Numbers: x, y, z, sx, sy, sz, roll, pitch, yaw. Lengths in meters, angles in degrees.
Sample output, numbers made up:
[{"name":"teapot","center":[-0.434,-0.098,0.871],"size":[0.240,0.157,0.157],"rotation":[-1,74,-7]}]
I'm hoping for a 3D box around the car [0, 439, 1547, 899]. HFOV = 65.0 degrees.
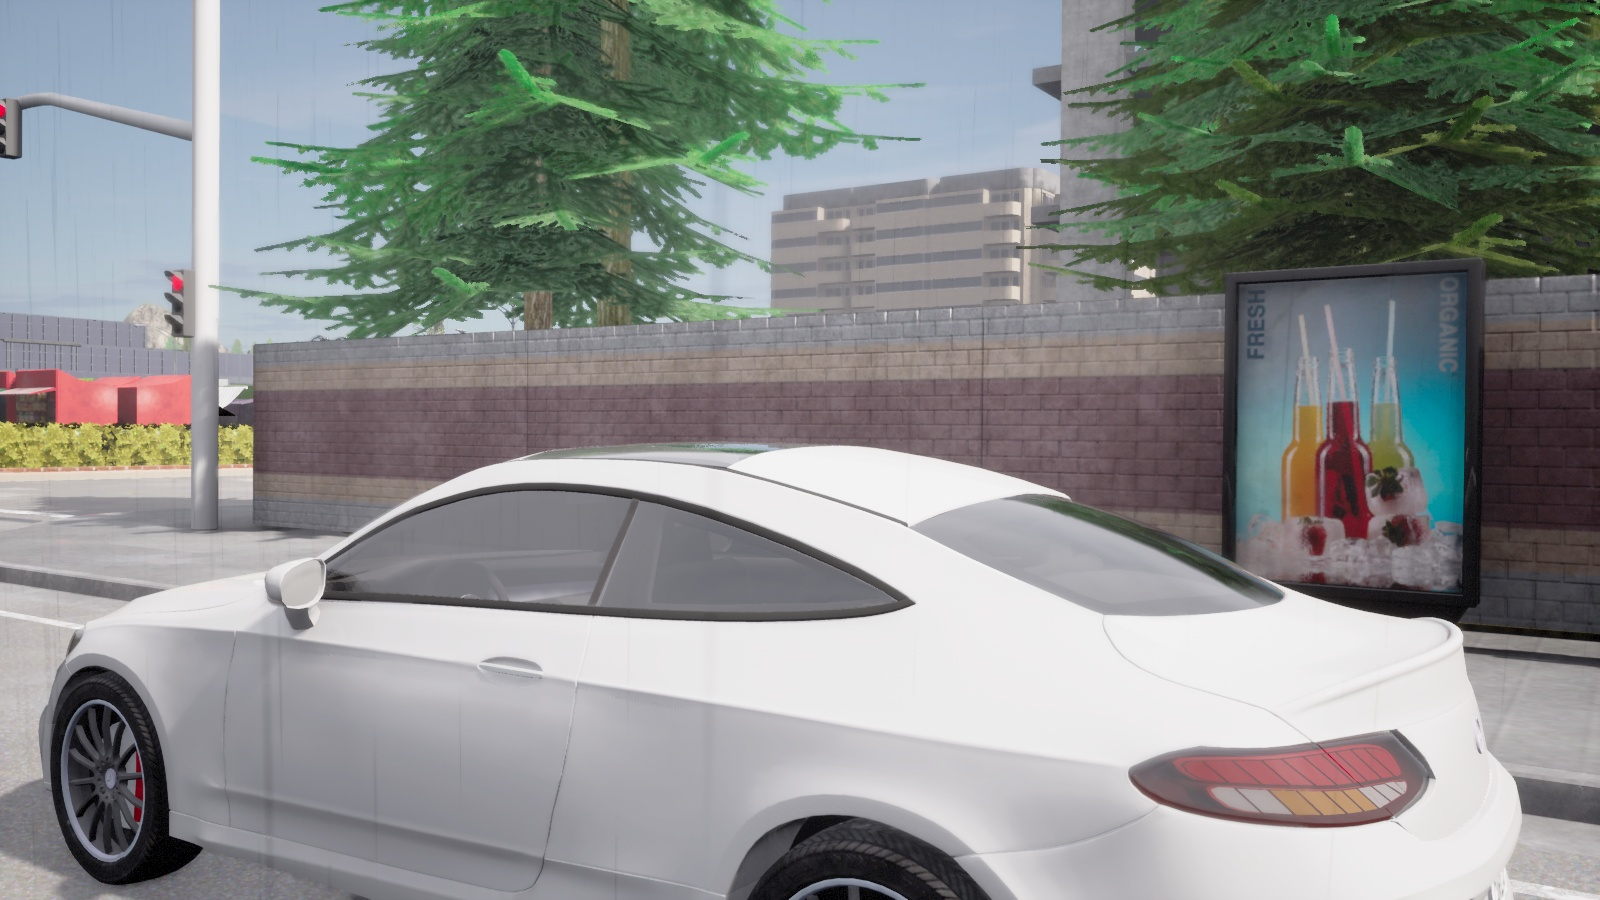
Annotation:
[{"name":"car","center":[-0.437,0.708,3.913],"size":[4.674,1.442,1.812],"rotation":[0,1,33]}]
